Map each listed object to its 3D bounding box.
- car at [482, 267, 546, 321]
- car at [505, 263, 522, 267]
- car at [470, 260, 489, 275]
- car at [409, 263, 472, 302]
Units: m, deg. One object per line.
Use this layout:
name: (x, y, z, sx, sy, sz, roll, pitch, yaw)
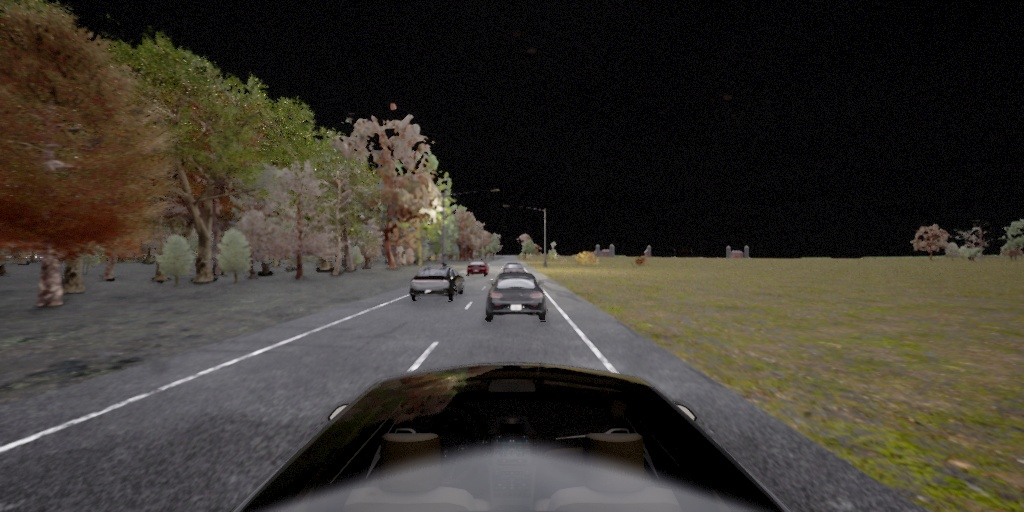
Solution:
car: (0.127, 1.263, 12.258, 1.812, 1.442, 4.674, 0, 0, 0)
car: (0.130, 1.263, 30.045, 2.033, 1.411, 5.357, 0, 0, 0)
car: (-3.338, 1.185, 35.805, 1.882, 1.535, 5.008, 0, 0, 0)
car: (-3.375, 1.221, 16.838, 2.128, 1.511, 4.902, 0, 0, 0)
